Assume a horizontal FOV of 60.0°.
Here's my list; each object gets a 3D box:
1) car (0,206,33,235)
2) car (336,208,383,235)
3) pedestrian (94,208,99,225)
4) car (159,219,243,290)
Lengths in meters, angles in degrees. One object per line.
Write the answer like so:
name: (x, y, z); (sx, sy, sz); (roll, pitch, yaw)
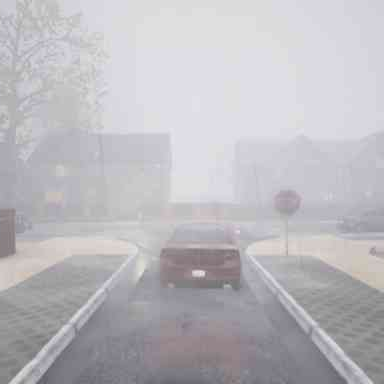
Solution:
car: (-11.532, 1.366, 17.681); (5.566, 2.045, 2.150); (0, -2, 1)
car: (9.838, 1.513, 17.419); (4.181, 1.385, 1.994); (0, -2, 1)
pedestrian: (-6.740, 1.399, 23.485); (0.375, 1.860, 0.375); (0, -1, 1)
car: (0.351, 1.494, 9.214); (1.882, 1.535, 5.008); (0, 0, 5)
